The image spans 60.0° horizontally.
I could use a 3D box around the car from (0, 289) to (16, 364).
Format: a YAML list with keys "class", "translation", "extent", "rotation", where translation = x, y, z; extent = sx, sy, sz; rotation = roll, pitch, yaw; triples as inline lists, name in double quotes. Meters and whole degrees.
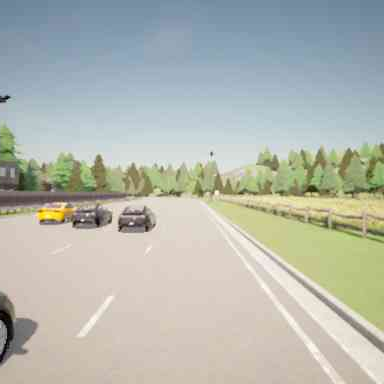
- class: "car"
  translation: [-3.398, 1.518, 2.766]
  extent: [1.837, 1.490, 4.892]
  rotation: [0, 0, 0]

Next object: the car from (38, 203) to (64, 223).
- class: "car"
  translation: [-10.400, 1.595, 26.436]
  extent: [1.882, 1.535, 5.008]
  rotation: [0, 0, 0]

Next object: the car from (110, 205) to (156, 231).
- class: "car"
  translation: [-3.398, 1.585, 21.080]
  extent: [2.128, 1.511, 4.902]
  rotation: [0, 0, 0]

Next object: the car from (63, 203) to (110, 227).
- class: "car"
  translation: [-6.900, 1.595, 23.392]
  extent: [2.128, 1.511, 4.902]
  rotation: [0, 0, 0]
